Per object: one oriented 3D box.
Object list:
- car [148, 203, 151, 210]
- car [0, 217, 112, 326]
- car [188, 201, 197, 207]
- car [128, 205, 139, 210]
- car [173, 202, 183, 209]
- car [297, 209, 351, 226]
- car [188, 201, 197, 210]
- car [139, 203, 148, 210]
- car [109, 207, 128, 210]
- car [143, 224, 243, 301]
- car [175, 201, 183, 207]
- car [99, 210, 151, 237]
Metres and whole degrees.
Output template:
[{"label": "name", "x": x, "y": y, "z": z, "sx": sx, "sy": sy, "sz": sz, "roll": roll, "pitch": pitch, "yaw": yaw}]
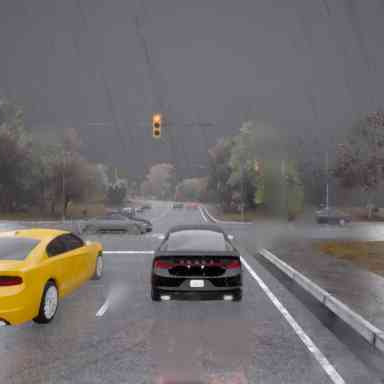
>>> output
[{"label": "car", "x": -10.339, "y": 3.231, "z": 75.322, "sx": 2.033, "sy": 1.411, "sz": 5.357, "roll": 0, "pitch": 0, "yaw": 0}, {"label": "car", "x": -3.405, "y": 1.543, "z": 7.302, "sx": 1.882, "sy": 1.535, "sz": 5.008, "roll": 0, "pitch": -1, "yaw": 0}, {"label": "car", "x": 0.084, "y": 3.162, "z": 86.333, "sx": 2.033, "sy": 1.411, "sz": 5.357, "roll": 0, "pitch": 0, "yaw": -3}, {"label": "car", "x": -10.467, "y": 3.212, "z": 54.636, "sx": 1.812, "sy": 1.442, "sz": 4.674, "roll": 0, "pitch": -1, "yaw": 0}, {"label": "car", "x": -3.336, "y": 3.184, "z": 76.688, "sx": 1.837, "sy": 1.490, "sz": 4.892, "roll": 0, "pitch": 0, "yaw": 0}, {"label": "car", "x": 12.463, "y": 2.439, "z": 31.572, "sx": 4.892, "sy": 1.490, "sz": 1.837, "roll": 0, "pitch": -2, "yaw": 0}, {"label": "car", "x": 0.165, "y": 3.043, "z": 76.175, "sx": 2.097, "sy": 1.767, "sz": 4.553, "roll": 0, "pitch": 0, "yaw": 0}, {"label": "car", "x": -10.402, "y": 3.247, "z": 64.741, "sx": 2.128, "sy": 1.511, "sz": 4.902, "roll": 0, "pitch": 0, "yaw": 1}, {"label": "car", "x": -10.515, "y": 3.002, "z": 44.766, "sx": 2.033, "sy": 1.411, "sz": 5.357, "roll": 0, "pitch": -2, "yaw": 1}, {"label": "car", "x": 0.102, "y": 1.566, "z": 8.544, "sx": 1.882, "sy": 1.535, "sz": 5.008, "roll": 0, "pitch": -1, "yaw": 0}, {"label": "car", "x": -3.432, "y": 3.167, "z": 86.756, "sx": 1.994, "sy": 1.385, "sz": 4.181, "roll": 0, "pitch": 0, "yaw": -3}, {"label": "car", "x": -4.679, "y": 2.049, "z": 21.111, "sx": 4.181, "sy": 1.385, "sz": 1.994, "roll": 0, "pitch": -2, "yaw": 3}]
